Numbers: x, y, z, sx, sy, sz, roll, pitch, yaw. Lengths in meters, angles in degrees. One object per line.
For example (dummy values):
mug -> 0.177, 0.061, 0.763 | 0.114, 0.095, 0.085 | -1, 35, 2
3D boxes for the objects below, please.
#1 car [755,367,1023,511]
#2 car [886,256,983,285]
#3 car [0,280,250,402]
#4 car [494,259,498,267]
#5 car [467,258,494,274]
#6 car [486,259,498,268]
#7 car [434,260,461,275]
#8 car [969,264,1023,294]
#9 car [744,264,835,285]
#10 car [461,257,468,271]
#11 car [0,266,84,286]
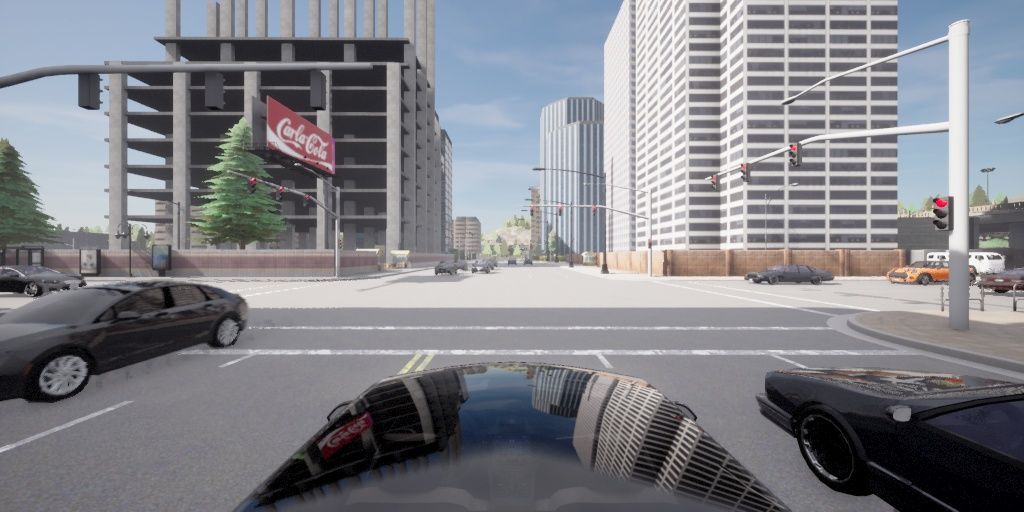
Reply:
car -> 3.597, 1.297, 1.449 | 2.033, 1.411, 5.357 | 0, 0, 0
car -> 29.655, 1.102, 25.517 | 4.553, 1.767, 2.097 | 0, 0, 1
car -> -7.097, 1.254, 6.434 | 1.837, 1.490, 4.892 | 0, 0, 0
car -> -3.577, 1.241, 51.853 | 2.128, 1.511, 4.902 | 0, 0, 0
car -> -3.584, 1.241, 41.786 | 2.128, 1.511, 4.902 | 0, 0, 0
car -> -3.534, 1.256, 64.064 | 1.837, 1.490, 4.892 | 0, 0, 0
car -> -7.084, 1.255, 38.786 | 1.837, 1.490, 4.892 | 0, 0, 0
car -> 27.385, 1.297, 18.328 | 5.357, 1.411, 2.033 | 0, 0, 0
car -> 19.646, 1.297, 25.495 | 5.357, 1.411, 2.033 | 0, 0, 0
car -> -7.079, 1.254, 48.370 | 1.837, 1.490, 4.892 | 0, 0, 0
car -> -24.548, 1.241, 18.079 | 4.902, 1.511, 2.128 | 0, 0, 0
